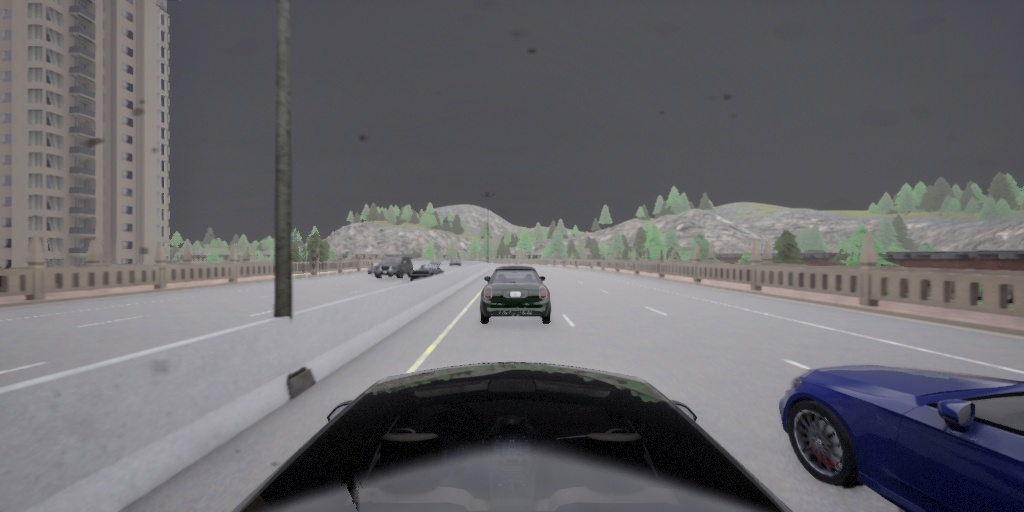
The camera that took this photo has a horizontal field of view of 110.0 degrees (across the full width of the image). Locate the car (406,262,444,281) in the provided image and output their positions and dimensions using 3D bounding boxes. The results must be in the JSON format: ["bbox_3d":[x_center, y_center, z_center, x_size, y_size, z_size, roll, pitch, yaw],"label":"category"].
[{"bbox_3d":[-7.089,1.386,30.124,1.895,1.301,4.718,0,0,0],"label":"car"}]

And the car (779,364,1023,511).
[{"bbox_3d":[3.600,1.276,1.640,1.812,1.442,4.674,0,0,0],"label":"car"}]

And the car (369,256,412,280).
[{"bbox_3d":[-10.584,1.013,32.629,2.150,2.045,5.566,0,0,0],"label":"car"}]

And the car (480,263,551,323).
[{"bbox_3d":[0.104,1.108,12.316,2.097,1.767,4.553,0,0,0],"label":"car"}]
